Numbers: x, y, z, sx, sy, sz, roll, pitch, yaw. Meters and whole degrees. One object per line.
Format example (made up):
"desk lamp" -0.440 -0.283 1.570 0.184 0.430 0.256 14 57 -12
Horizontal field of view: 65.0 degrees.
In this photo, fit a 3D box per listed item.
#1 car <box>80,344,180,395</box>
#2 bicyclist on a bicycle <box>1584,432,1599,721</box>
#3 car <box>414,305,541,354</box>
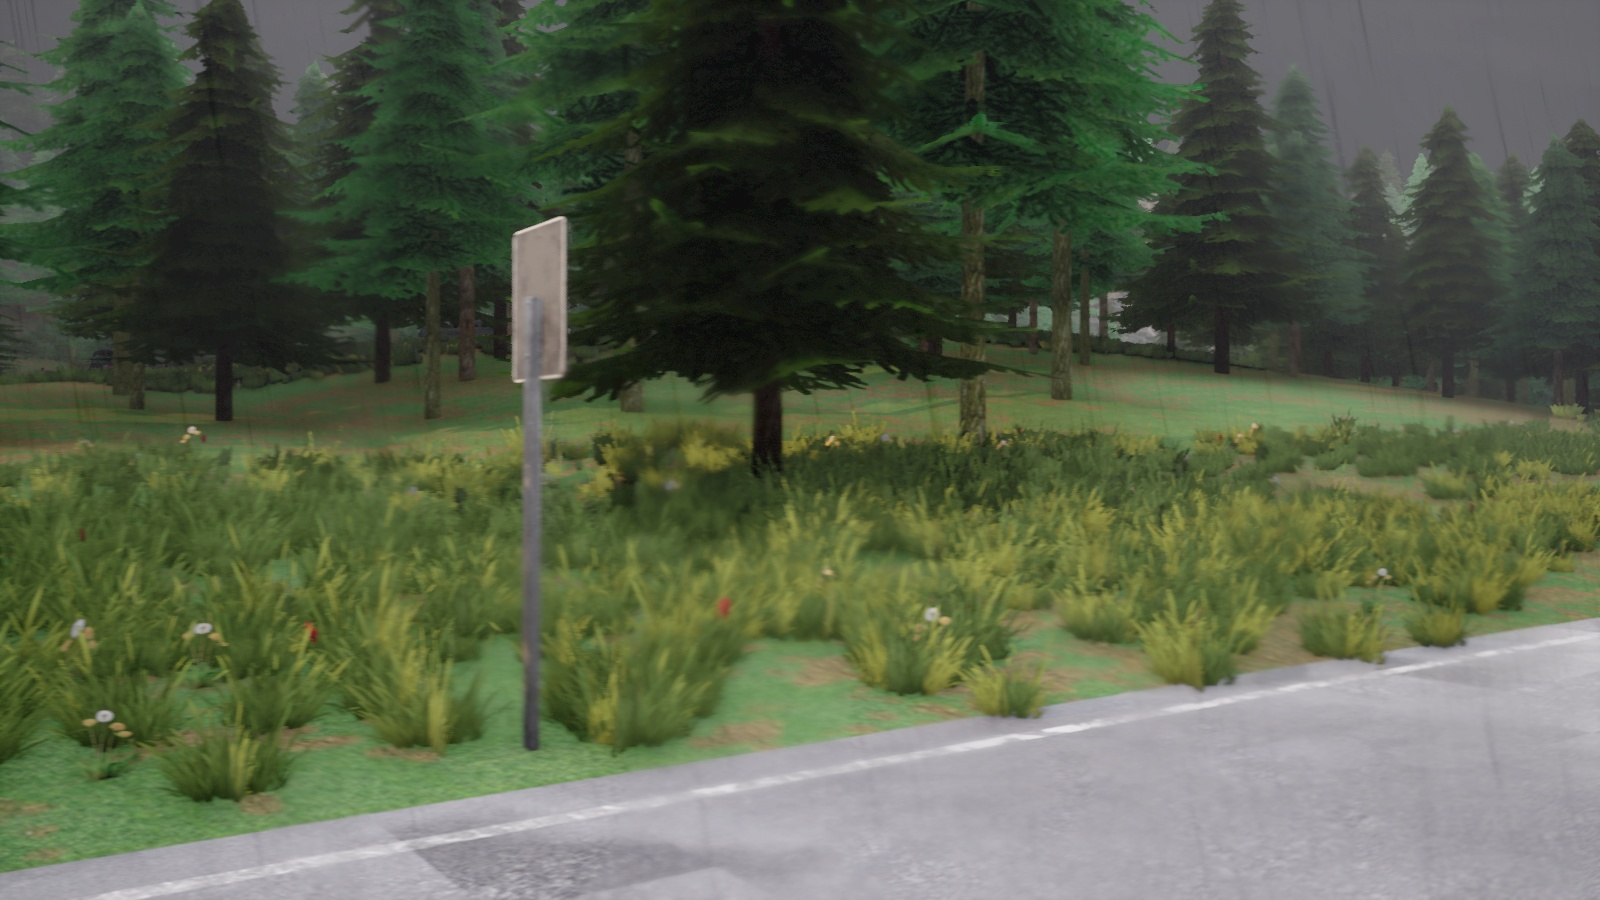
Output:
"car" -31.582 -3.770 59.218 3.866 1.878 1.905 -6 -2 16
"bicyclist on a bicycle" 5.286 0.704 7.338 1.656 1.620 0.582 0 0 -35
"car" -13.917 -5.181 54.344 4.892 1.490 1.837 -5 0 4
